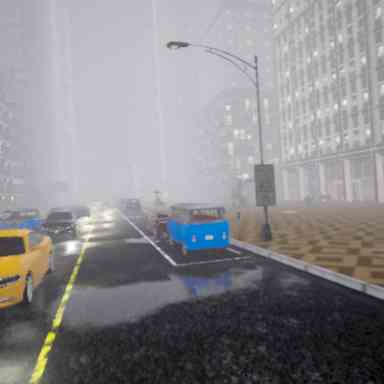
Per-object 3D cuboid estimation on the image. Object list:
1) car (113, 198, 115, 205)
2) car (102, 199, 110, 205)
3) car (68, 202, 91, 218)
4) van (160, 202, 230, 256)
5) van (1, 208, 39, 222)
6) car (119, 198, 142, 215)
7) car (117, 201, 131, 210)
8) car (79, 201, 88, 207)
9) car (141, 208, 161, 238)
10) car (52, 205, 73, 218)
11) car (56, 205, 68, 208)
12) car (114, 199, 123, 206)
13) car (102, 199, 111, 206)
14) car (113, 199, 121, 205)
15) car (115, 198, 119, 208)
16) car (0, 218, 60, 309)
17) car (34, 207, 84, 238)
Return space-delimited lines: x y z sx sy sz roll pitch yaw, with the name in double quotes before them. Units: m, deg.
"car" -12.814 2.005 61.133 2.192 1.841 5.009 -3 0 -15
"car" -23.059 2.676 89.247 2.033 1.411 5.357 -3 0 -15
"car" -12.362 2.248 37.164 1.994 1.385 4.181 -3 0 -14
"van" 0.093 1.325 12.988 1.690 1.788 3.998 -3 0 -15
"van" -10.945 1.954 21.506 1.690 1.788 3.998 -3 0 -15
"car" -7.126 1.696 39.720 2.192 1.841 5.009 -3 0 -15
"car" -11.379 2.178 55.780 1.947 1.339 4.313 -3 0 -15
"car" -27.994 3.123 85.744 1.802 1.307 4.206 -3 0 -15
"car" -1.405 1.612 18.316 1.887 1.381 4.507 -3 0 -15
"car" -16.621 2.474 42.918 2.008 1.369 4.403 -3 0 -15
"car" -15.198 2.412 37.565 1.947 1.339 4.313 -3 0 -15
"car" -17.112 2.449 77.357 1.752 1.417 4.829 -3 0 -15
"car" -20.483 2.662 79.574 1.994 1.385 4.181 -3 0 -15
"car" -19.910 2.641 87.898 1.947 1.339 4.313 -3 0 -15
"car" -9.970 1.851 50.427 2.192 1.841 5.009 -3 0 -15
"car" -4.811 1.747 8.497 1.882 1.535 5.008 -3 0 -15
"car" -7.937 1.946 20.286 1.837 1.490 4.892 -3 0 -15
